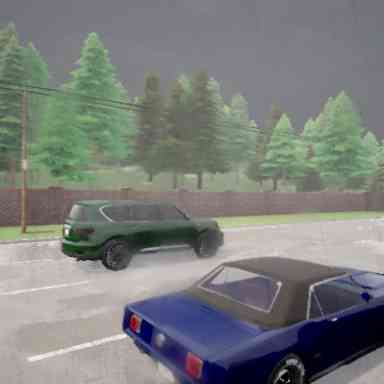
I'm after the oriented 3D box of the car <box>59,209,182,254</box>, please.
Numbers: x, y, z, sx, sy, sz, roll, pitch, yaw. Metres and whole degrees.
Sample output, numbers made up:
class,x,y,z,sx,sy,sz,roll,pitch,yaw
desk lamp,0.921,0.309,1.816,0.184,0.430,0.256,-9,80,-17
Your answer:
class,x,y,z,sx,sy,sz,roll,pitch,yaw
car,-2.997,1.570,14.508,4.892,1.490,1.837,0,0,-36

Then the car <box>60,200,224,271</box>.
class,x,y,z,sx,sy,sz,roll,pitch,yaw
car,-1.480,1.280,11.290,5.566,2.045,2.150,1,0,-36

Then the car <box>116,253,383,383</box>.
class,x,y,z,sx,sy,sz,roll,pitch,yaw
car,1.536,1.645,4.843,4.718,1.301,1.895,1,0,-36
